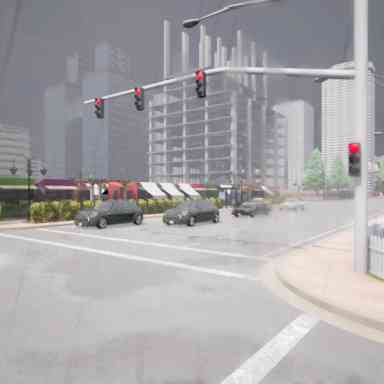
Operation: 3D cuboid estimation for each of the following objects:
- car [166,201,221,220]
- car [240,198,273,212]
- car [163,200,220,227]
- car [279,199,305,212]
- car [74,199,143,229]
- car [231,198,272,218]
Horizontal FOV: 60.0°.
[{"bbox_3d":[0.270,1.551,29.391,2.033,1.411,5.357,0,0,36],"label":"car"},{"bbox_3d":[7.753,1.480,39.495,1.882,1.535,5.008,0,0,37],"label":"car"},{"bbox_3d":[0.018,1.355,23.162,2.097,1.767,4.553,0,0,36],"label":"car"},{"bbox_3d":[11.777,1.527,39.036,1.812,1.442,4.674,0,0,37],"label":"car"},{"bbox_3d":[-5.362,1.356,21.779,2.097,1.767,4.553,0,0,37],"label":"car"},{"bbox_3d":[5.650,1.550,30.780,2.033,1.411,5.357,0,0,37],"label":"car"}]
